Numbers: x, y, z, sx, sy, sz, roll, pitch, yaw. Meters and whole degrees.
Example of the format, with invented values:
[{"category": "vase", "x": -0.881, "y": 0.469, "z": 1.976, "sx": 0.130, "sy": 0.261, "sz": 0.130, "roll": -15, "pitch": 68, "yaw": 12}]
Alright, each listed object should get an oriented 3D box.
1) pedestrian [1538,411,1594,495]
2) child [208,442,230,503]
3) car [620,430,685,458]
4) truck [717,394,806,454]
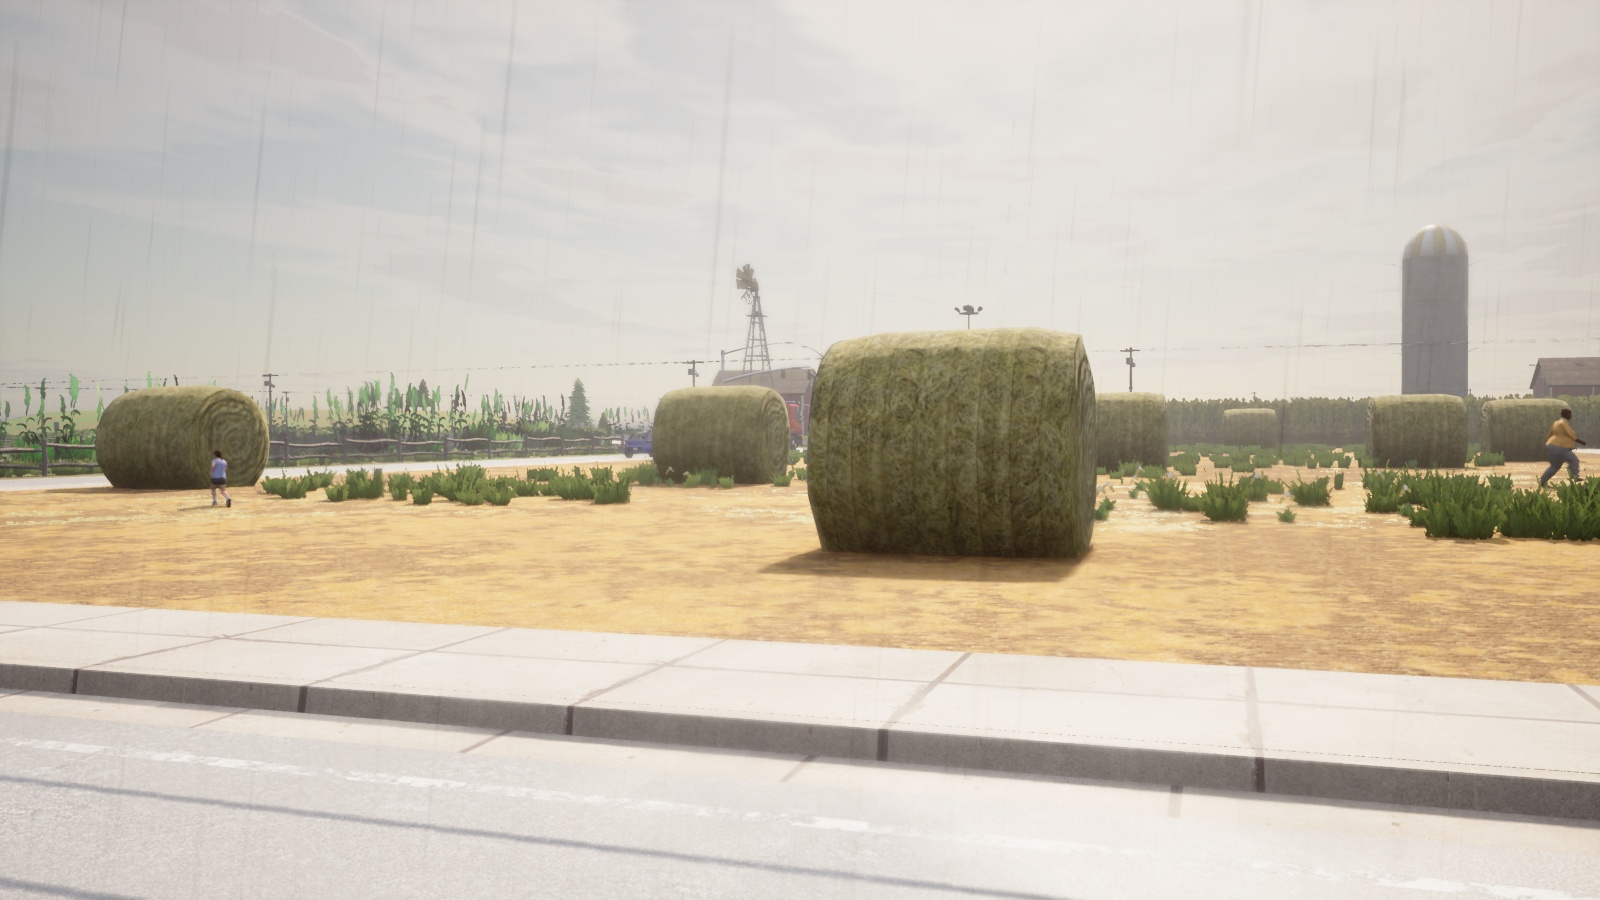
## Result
[{"category": "pedestrian", "x": 17.390, "y": 0.060, "z": 28.535, "sx": 0.900, "sy": 1.855, "sz": 0.874, "roll": 1, "pitch": 1, "yaw": 20}, {"category": "child", "x": -10.778, "y": 0.408, "z": 23.295, "sx": 0.394, "sy": 1.110, "sz": 0.255, "roll": 1, "pitch": 1, "yaw": 44}, {"category": "car", "x": -8.255, "y": -0.356, "z": 70.618, "sx": 1.816, "sy": 1.474, "sz": 4.193, "roll": 1, "pitch": 1, "yaw": 21}, {"category": "truck", "x": -2.522, "y": -1.747, "z": 85.215, "sx": 2.891, "sy": 3.827, "sz": 8.468, "roll": 1, "pitch": 1, "yaw": 22}]
